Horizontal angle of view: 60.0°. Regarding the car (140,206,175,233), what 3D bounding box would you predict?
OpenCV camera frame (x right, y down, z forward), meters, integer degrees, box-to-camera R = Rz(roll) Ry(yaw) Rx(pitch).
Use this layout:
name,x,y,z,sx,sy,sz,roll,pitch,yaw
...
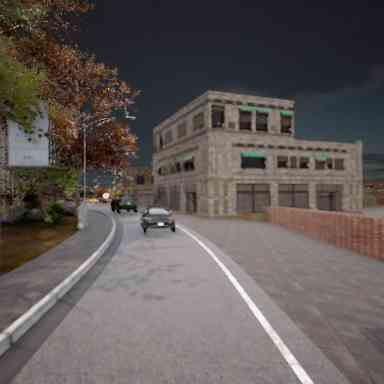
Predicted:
name,x,y,z,sx,sy,sz,roll,pitch,yaw
car,-2.124,1.567,20.068,1.812,1.442,4.674,0,0,-11

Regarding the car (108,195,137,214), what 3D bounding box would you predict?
name,x,y,z,sx,sy,sz,roll,pitch,yaw
car,-7.906,1.366,38.404,2.150,2.045,5.566,0,0,-24
